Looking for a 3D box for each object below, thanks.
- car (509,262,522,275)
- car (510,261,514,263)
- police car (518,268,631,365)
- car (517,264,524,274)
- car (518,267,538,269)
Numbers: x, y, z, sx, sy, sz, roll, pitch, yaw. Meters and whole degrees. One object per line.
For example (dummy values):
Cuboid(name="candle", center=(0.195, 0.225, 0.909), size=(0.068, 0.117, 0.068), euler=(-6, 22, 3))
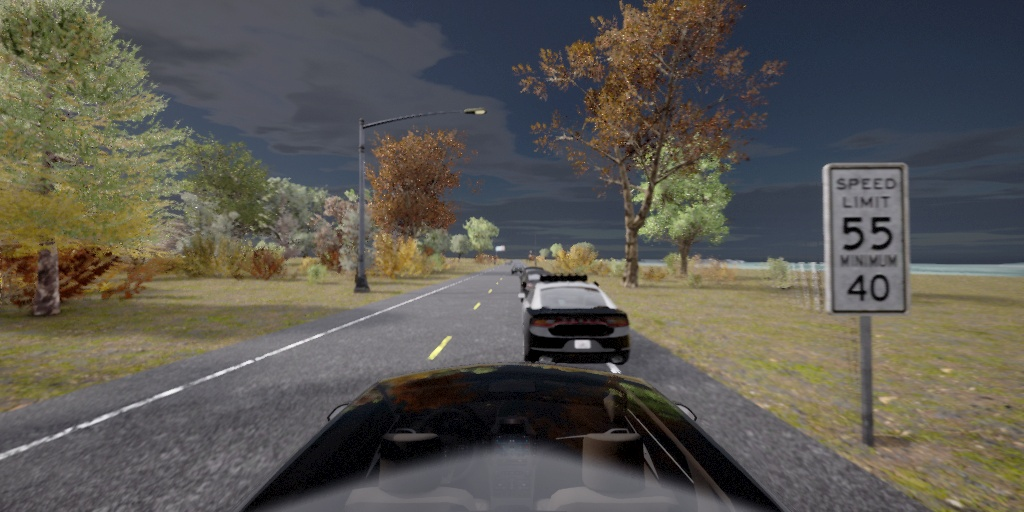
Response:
Cuboid(name="car", center=(0.866, 1.847, 48.269), size=(1.895, 1.301, 4.718), euler=(0, -1, 2))
Cuboid(name="car", center=(1.043, 1.915, 60.046), size=(2.033, 1.411, 5.357), euler=(0, -1, 1))
Cuboid(name="police car", center=(1.175, 1.242, 8.352), size=(1.930, 1.638, 5.238), euler=(0, -1, 1))
Cuboid(name="car", center=(1.448, 1.493, 24.232), size=(1.837, 1.490, 4.892), euler=(0, -1, 1))
Cuboid(name="car", center=(1.340, 1.450, 18.234), size=(1.812, 1.442, 4.674), euler=(0, -1, 1))
